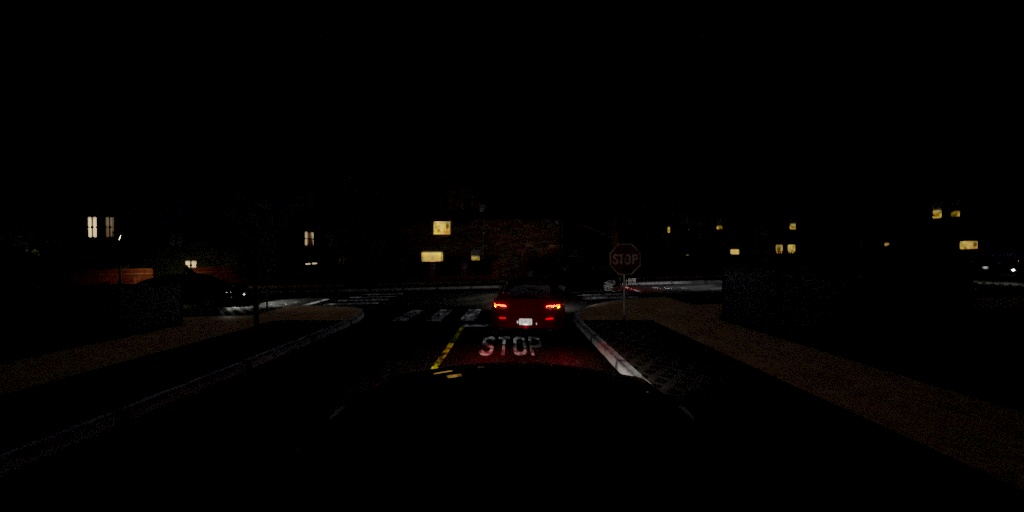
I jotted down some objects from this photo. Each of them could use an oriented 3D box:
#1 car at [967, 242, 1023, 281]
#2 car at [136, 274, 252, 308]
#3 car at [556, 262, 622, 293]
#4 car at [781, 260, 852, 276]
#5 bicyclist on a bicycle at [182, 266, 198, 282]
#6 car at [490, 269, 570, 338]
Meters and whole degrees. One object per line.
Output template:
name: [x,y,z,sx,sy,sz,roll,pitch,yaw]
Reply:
car: [28.560,0.229,19.559,5.566,2.045,2.150,-1,1,0]
car: [-14.794,1.577,16.536,4.892,1.490,1.837,-1,1,0]
car: [3.155,1.099,18.379,5.008,1.535,1.882,-1,1,-16]
car: [15.648,0.910,19.545,4.718,1.301,1.895,-1,1,0]
bicyclist on a bicycle: [-20.176,1.413,22.371,0.582,1.620,1.656,-1,1,0]
car: [0.529,1.275,10.130,1.812,1.442,4.674,0,0,6]
